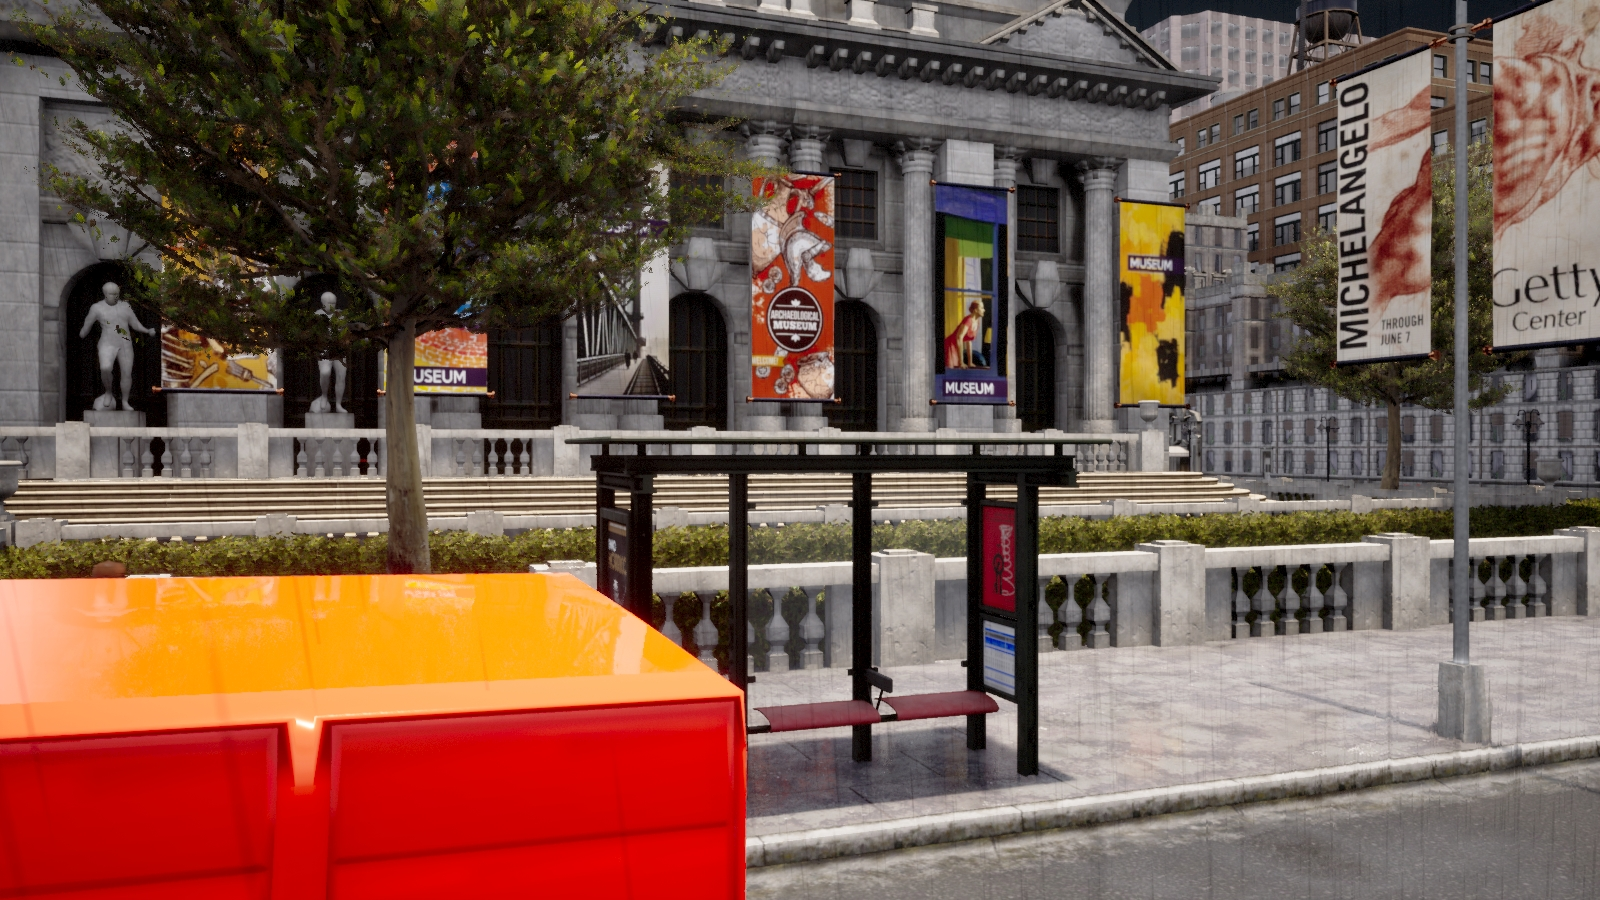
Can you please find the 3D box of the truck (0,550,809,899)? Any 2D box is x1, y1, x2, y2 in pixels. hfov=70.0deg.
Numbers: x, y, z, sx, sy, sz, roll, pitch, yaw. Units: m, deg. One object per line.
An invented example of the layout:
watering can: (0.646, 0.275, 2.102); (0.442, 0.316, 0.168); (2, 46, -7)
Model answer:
truck: (-2.894, 1.579, 2.233); (5.204, 2.467, 2.627); (1, 0, -20)
